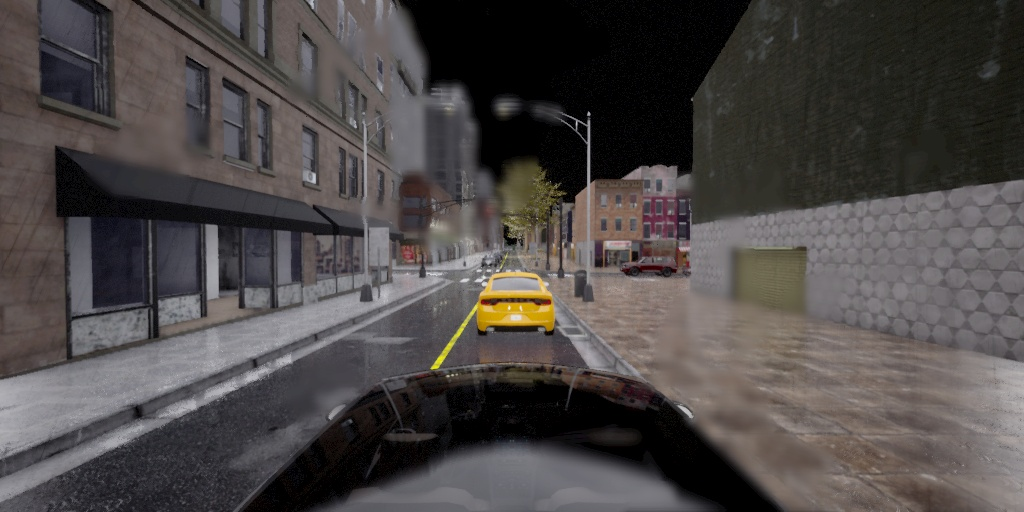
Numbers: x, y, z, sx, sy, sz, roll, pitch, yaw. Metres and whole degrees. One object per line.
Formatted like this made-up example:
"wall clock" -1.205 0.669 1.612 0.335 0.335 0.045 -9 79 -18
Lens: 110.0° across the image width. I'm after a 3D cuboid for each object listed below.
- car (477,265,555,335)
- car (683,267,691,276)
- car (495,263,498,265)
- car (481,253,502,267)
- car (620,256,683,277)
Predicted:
"car" 0.098 1.203 10.439 1.882 1.535 5.008 0 0 0
"car" 18.113 1.287 33.419 4.207 1.307 1.802 0 0 0
"car" 0.073 1.245 19.881 1.895 1.301 4.718 0 1 0
"car" -2.828 0.601 45.996 2.128 1.511 4.902 0 2 1
"car" 12.711 0.944 33.411 5.009 1.841 2.192 0 0 0
